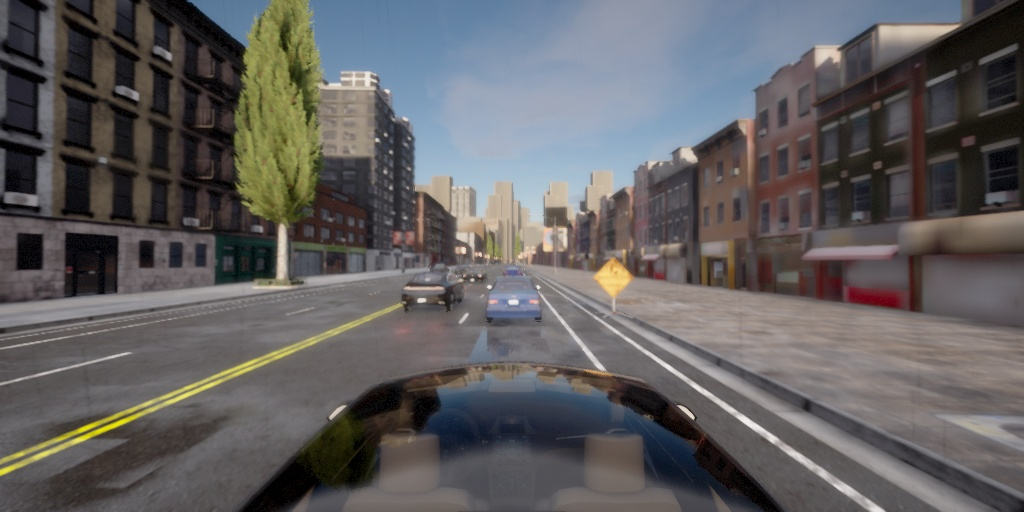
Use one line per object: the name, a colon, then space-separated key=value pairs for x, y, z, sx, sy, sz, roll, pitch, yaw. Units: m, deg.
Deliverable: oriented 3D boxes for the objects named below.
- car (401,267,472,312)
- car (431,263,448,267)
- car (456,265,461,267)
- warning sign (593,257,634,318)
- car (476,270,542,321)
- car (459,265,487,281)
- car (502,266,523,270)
car: x=-3.177 y=1.384 z=15.107 sx=2.128 sy=1.511 sz=4.902 roll=0 pitch=-1 yaw=0
car: x=-9.840 y=1.764 z=48.600 sx=1.882 sy=1.535 sz=5.008 roll=0 pitch=-1 yaw=0
car: x=-6.591 y=1.852 z=48.736 sx=1.994 sy=1.385 sz=4.181 roll=0 pitch=-1 yaw=0
warning sign: x=3.224 y=0.967 z=11.374 sx=1.300 sy=1.860 sz=1.060 roll=0 pitch=0 yaw=0
car: x=0.063 y=1.416 z=12.942 sx=2.033 sy=1.411 sz=5.357 roll=0 pitch=-1 yaw=0
car: x=-3.171 y=1.669 z=31.174 sx=1.895 sy=1.301 sz=4.718 roll=0 pitch=-1 yaw=0
car: x=0.085 y=1.625 z=33.883 sx=1.812 sy=1.442 sz=4.674 roll=0 pitch=-1 yaw=0
